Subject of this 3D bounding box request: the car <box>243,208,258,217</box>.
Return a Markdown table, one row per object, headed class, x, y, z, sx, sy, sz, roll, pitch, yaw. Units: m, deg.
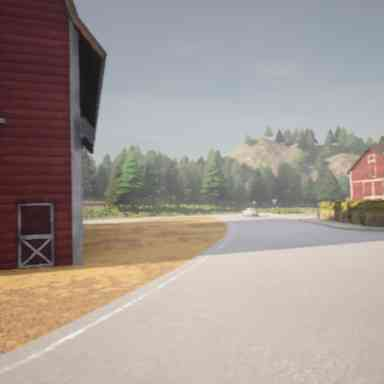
| class | x | y | z | sx | sy | sz | roll | pitch | yaw |
| --- | --- | --- | --- | --- | --- | --- | --- | --- | --- |
| car | 9.544 | 3.290 | 54.113 | 1.812 | 1.442 | 4.674 | -2 | -2 | -1 |
